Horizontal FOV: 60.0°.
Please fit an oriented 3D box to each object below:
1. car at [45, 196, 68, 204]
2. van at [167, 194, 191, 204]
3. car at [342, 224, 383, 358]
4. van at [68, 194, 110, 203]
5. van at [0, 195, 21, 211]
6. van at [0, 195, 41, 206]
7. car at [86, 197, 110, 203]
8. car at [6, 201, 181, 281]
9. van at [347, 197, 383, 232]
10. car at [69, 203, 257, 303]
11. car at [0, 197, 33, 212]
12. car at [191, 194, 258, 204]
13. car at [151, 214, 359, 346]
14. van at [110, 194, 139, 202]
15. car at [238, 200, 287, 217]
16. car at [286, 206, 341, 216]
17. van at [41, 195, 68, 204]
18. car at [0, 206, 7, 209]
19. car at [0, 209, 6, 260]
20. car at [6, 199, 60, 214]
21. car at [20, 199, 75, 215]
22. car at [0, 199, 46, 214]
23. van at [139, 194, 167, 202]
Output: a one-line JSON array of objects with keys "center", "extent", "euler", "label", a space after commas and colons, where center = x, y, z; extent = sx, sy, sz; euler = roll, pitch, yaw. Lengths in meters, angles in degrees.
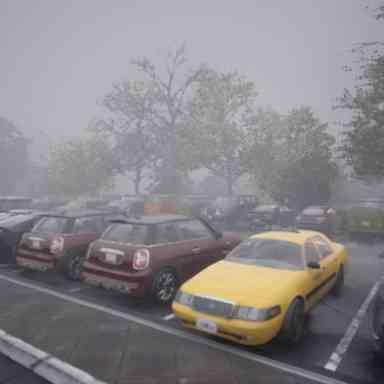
[{"center": [-10.789, 1.450, 31.795], "extent": [1.946, 1.575, 5.366], "euler": [-1, 0, 36], "label": "car"}, {"center": [0.531, 1.193, 24.063], "extent": [1.878, 1.987, 4.442], "euler": [0, 0, 36], "label": "van"}, {"center": [4.122, 1.506, 5.257], "extent": [2.231, 1.521, 4.892], "euler": [0, 0, 36], "label": "car"}, {"center": [-8.501, 1.199, 30.240], "extent": [1.878, 1.987, 4.442], "euler": [-1, 0, 36], "label": "van"}, {"center": [-24.132, 1.394, 41.716], "extent": [1.878, 1.987, 4.442], "euler": [-1, 0, 36], "label": "van"}, {"center": [-9.486, 1.178, 14.861], "extent": [1.878, 1.987, 4.442], "euler": [0, 0, 36], "label": "van"}, {"center": [-6.175, 1.397, 28.726], "extent": [2.097, 1.535, 5.008], "euler": [-1, 0, 36], "label": "car"}, {"center": [-2.664, 1.329, 10.083], "extent": [2.185, 1.767, 4.553], "euler": [0, 0, 36], "label": "car"}, {"center": [9.541, 1.260, 17.614], "extent": [1.878, 1.987, 4.442], "euler": [0, 0, 36], "label": "van"}, {"center": [-0.407, 1.345, 8.467], "extent": [2.185, 1.767, 4.553], "euler": [0, 0, 36], "label": "car"}, {"center": [-21.965, 1.466, 39.983], "extent": [2.185, 1.767, 4.553], "euler": [-1, 0, 36], "label": "car"}, {"center": [2.699, 1.185, 22.333], "extent": [2.435, 2.045, 5.566], "euler": [0, 0, 36], "label": "car"}, {"center": [1.760, 1.485, 6.727], "extent": [1.946, 1.575, 5.366], "euler": [0, 0, 36], "label": "car"}, {"center": [-4.116, 1.160, 27.103], "extent": [1.878, 1.987, 4.442], "euler": [0, 0, 36], "label": "van"}, {"center": [5.065, 1.453, 20.667], "extent": [2.097, 1.535, 5.008], "euler": [0, 0, 36], "label": "car"}, {"center": [7.320, 1.510, 19.057], "extent": [2.002, 1.452, 4.674], "euler": [0, 0, 36], "label": "car"}, {"center": [-12.869, 1.255, 33.655], "extent": [1.878, 1.987, 4.442], "euler": [-1, 0, 36], "label": "van"}, {"center": [-7.160, 1.461, 13.343], "extent": [2.002, 1.452, 4.674], "euler": [0, 0, 36], "label": "car"}, {"center": [-4.908, 1.437, 11.721], "extent": [2.097, 1.535, 5.008], "euler": [0, 0, 36], "label": "car"}, {"center": [-17.443, 1.536, 36.779], "extent": [2.097, 1.535, 5.008], "euler": [-1, 0, 36], "label": "car"}, {"center": [-15.191, 1.509, 35.165], "extent": [2.231, 1.521, 4.892], "euler": [-1, 0, 36], "label": "car"}, {"center": [-19.798, 1.565, 38.464], "extent": [2.097, 1.535, 5.008], "euler": [-1, 0, 36], "label": "car"}, {"center": [-1.620, 1.178, 25.603], "extent": [1.878, 1.987, 4.442], "euler": [0, 0, 36], "label": "van"}]
